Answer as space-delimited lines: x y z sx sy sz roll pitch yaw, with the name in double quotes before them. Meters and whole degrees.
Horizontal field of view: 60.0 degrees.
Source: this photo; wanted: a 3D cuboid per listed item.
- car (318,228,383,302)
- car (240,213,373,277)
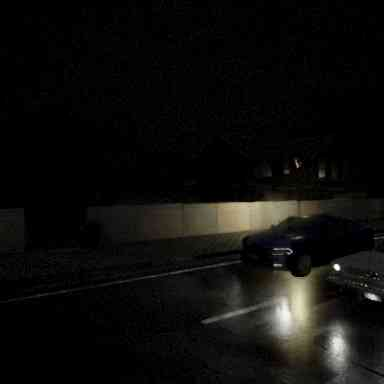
"car" 5.051 1.577 7.292 4.718 1.301 1.895 0 0 -36
"car" 3.687 1.452 10.309 5.008 1.535 1.882 0 0 -35
